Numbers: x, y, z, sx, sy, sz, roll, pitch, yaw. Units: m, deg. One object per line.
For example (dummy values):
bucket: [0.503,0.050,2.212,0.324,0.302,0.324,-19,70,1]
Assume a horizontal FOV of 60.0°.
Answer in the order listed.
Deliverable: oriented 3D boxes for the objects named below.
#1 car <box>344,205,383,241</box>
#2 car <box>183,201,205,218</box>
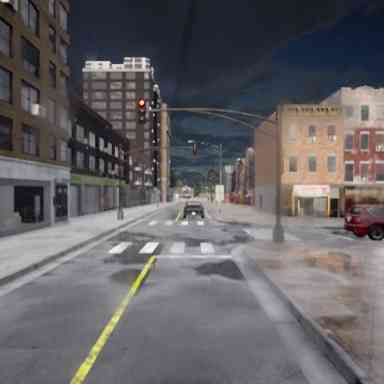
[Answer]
car: [10.847,1.638,17.931,5.009,1.841,2.192,1,-1,0]
car: [0.159,1.656,31.885,1.837,1.490,4.892,0,0,0]
